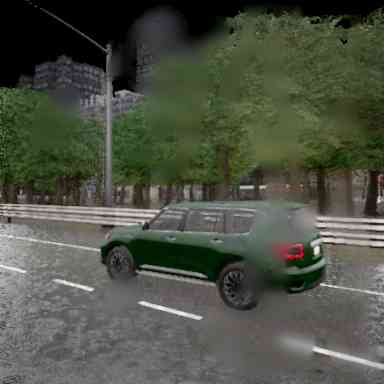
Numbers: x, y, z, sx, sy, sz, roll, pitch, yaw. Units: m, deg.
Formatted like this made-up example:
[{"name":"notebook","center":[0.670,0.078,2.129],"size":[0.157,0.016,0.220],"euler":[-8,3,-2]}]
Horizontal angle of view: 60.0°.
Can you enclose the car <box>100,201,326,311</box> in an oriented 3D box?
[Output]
[{"name":"car","center":[0.231,1.227,8.005],"size":[5.566,2.045,2.150],"euler":[0,0,36]}]
